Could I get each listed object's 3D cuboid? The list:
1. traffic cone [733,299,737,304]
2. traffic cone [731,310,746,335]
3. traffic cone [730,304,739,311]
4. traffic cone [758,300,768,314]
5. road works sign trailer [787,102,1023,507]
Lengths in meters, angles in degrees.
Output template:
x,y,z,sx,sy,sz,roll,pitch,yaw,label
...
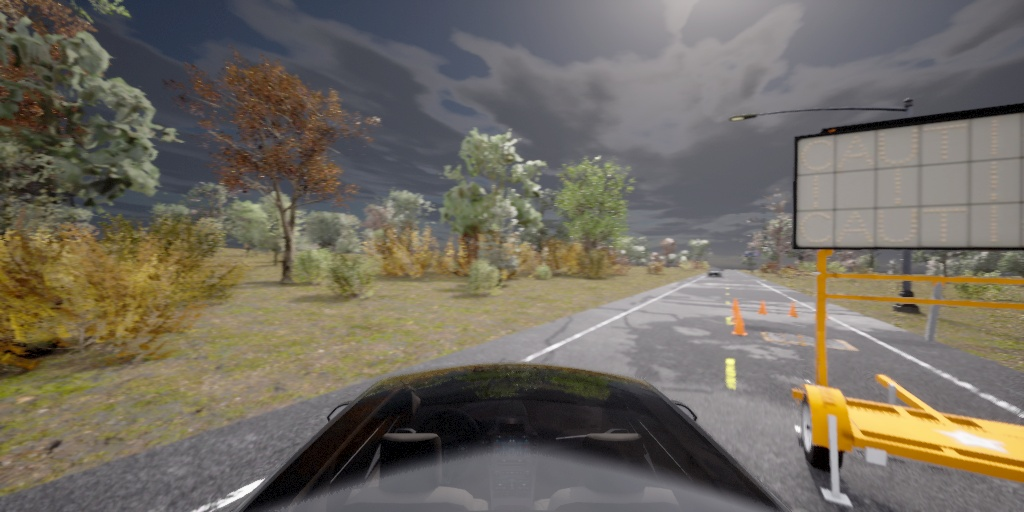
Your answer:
x,y,z,sx,sy,sz,roll,pitch,yaw,label
8.703,2.077,13.935,0.340,0.580,0.340,0,0,31,traffic cone
6.652,1.982,10.502,0.340,0.580,0.340,0,0,31,traffic cone
7.677,2.030,12.219,0.340,0.580,0.340,0,0,31,traffic cone
10.587,2.140,15.138,0.340,0.580,0.340,0,0,31,traffic cone
4.339,0.347,3.731,2.380,3.560,2.880,0,0,31,road works sign trailer
